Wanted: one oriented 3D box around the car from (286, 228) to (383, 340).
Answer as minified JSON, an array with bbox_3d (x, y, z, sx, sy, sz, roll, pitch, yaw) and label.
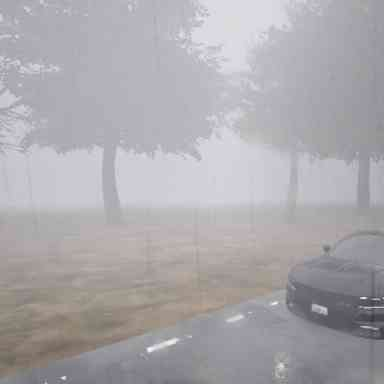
[{"bbox_3d":[3.869,1.477,6.505,5.008,1.535,1.882,0,0,-38],"label":"car"}]
